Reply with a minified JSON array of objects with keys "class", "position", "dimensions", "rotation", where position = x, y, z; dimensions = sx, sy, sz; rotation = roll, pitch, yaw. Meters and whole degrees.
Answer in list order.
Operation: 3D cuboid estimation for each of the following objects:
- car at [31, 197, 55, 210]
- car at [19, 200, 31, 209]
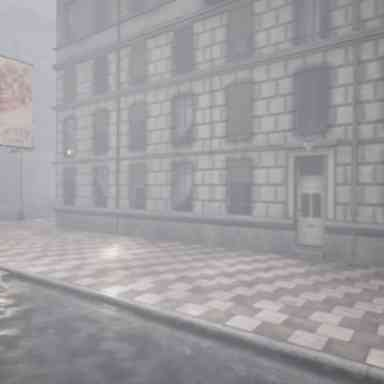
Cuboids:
[{"class":"car","position":[-15.054,1.226,37.875],"dimensions":[2.128,1.511,4.902],"rotation":[1,0,37]},{"class":"car","position":[-17.813,1.255,40.066],"dimensions":[2.033,1.411,5.357],"rotation":[1,0,36]}]
